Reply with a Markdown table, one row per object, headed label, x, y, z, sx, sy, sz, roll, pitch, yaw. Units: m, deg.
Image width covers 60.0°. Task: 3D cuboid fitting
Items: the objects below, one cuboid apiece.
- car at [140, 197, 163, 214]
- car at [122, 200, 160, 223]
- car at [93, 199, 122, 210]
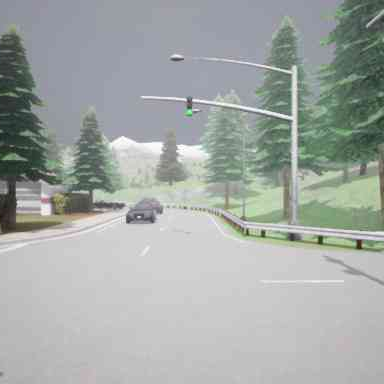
| label | x | y | z | sx | sy | sz | roll | pitch | yaw |
| --- | --- | --- | --- | --- | --- | --- | --- | --- | --- |
| car | -4.472 | 1.348 | 34.918 | 2.097 | 1.767 | 4.553 | 0 | 0 | -19 |
| car | -3.734 | 1.561 | 25.120 | 1.994 | 1.385 | 4.181 | 0 | 0 | -2 |
| car | -10.969 | 1.603 | 42.721 | 4.718 | 1.301 | 1.895 | 0 | 0 | 15 |
